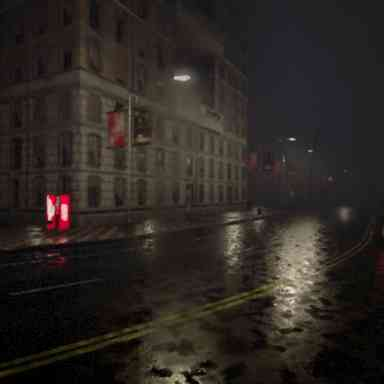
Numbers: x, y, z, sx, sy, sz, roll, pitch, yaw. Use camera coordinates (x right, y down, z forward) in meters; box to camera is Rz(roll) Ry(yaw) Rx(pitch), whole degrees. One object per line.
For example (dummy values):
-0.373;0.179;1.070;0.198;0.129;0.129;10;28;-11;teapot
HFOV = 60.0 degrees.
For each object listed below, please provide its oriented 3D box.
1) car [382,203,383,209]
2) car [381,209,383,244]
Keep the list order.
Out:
16.926;1.487;27.250;2.150;2.045;5.566;0;0;30;car
10.213;1.683;15.939;1.812;1.442;4.674;0;0;33;car
